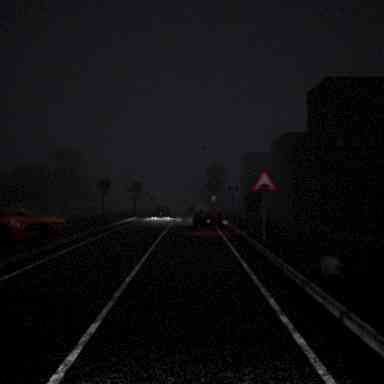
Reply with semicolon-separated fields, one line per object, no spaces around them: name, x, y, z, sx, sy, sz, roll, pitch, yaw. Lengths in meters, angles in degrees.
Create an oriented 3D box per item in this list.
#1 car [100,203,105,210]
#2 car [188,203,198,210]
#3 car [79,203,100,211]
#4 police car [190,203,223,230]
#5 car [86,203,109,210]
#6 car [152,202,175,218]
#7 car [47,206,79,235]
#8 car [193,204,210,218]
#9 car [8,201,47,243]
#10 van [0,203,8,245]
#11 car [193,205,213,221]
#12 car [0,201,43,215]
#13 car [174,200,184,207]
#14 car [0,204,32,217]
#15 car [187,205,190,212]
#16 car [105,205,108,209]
car;-21.779;3.111;70.380;4.892;1.521;2.231;0;-2;0
car;0.182;3.182;73.231;2.033;1.411;5.357;0;-2;0
car;-21.796;3.043;67.105;4.674;1.452;2.002;0;-2;0
police car;0.989;1.595;22.601;1.930;1.638;5.238;0;-1;0
car;-21.753;3.359;76.798;4.674;1.452;2.002;0;-2;0
car;-3.297;2.149;37.080;1.994;1.385;4.181;0;-2;0
car;-9.365;1.562;18.233;5.366;1.575;1.946;0;-1;0
car;1.028;2.155;38.501;1.812;1.442;4.674;0;-2;0
car;-9.569;1.395;15.316;4.553;1.767;2.185;0;-1;0
van;-9.641;1.261;12.280;4.442;1.987;1.878;0;-1;0
car;1.010;1.960;32.499;1.812;1.442;4.674;0;-2;0
car;-21.939;2.086;42.788;4.553;1.767;2.185;0;-2;0
car;-3.051;2.971;77.843;2.150;2.045;5.566;0;-2;0
car;-21.880;2.150;39.614;4.674;1.452;2.002;0;-2;0
car;0.125;2.834;58.222;1.994;1.385;4.181;0;-2;0
car;-21.776;3.216;73.652;5.008;1.535;2.097;0;-2;0
